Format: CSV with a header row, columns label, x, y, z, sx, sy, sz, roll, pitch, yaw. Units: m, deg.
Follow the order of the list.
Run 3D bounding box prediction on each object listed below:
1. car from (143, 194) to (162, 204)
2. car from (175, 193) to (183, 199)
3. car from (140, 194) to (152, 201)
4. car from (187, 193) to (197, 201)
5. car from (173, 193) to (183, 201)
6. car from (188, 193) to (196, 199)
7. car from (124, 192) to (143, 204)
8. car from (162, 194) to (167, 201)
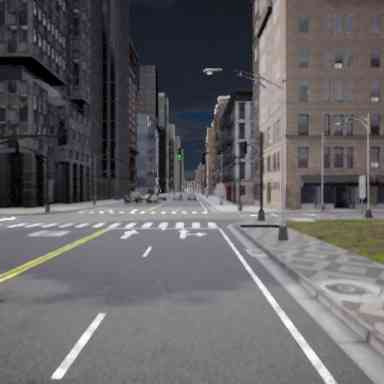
label,x,y,z,sx,sy,sz,roll,pitch,yaw
car,-6.551,1.239,55.690,1.837,1.490,4.892,0,0,1
car,-3.251,0.948,82.929,1.882,1.535,5.008,0,0,0
car,-9.751,1.156,71.320,1.882,1.535,5.008,0,0,0
car,-0.001,1.217,73.341,1.994,1.385,4.181,0,0,0
car,-3.251,1.206,72.508,2.033,1.411,5.357,0,0,0
car,-0.001,1.010,83.346,1.812,1.442,4.674,0,0,0
car,-9.796,0.955,55.587,2.150,2.045,5.566,0,0,1
car,-6.501,1.157,71.052,1.882,1.535,5.008,0,0,0
